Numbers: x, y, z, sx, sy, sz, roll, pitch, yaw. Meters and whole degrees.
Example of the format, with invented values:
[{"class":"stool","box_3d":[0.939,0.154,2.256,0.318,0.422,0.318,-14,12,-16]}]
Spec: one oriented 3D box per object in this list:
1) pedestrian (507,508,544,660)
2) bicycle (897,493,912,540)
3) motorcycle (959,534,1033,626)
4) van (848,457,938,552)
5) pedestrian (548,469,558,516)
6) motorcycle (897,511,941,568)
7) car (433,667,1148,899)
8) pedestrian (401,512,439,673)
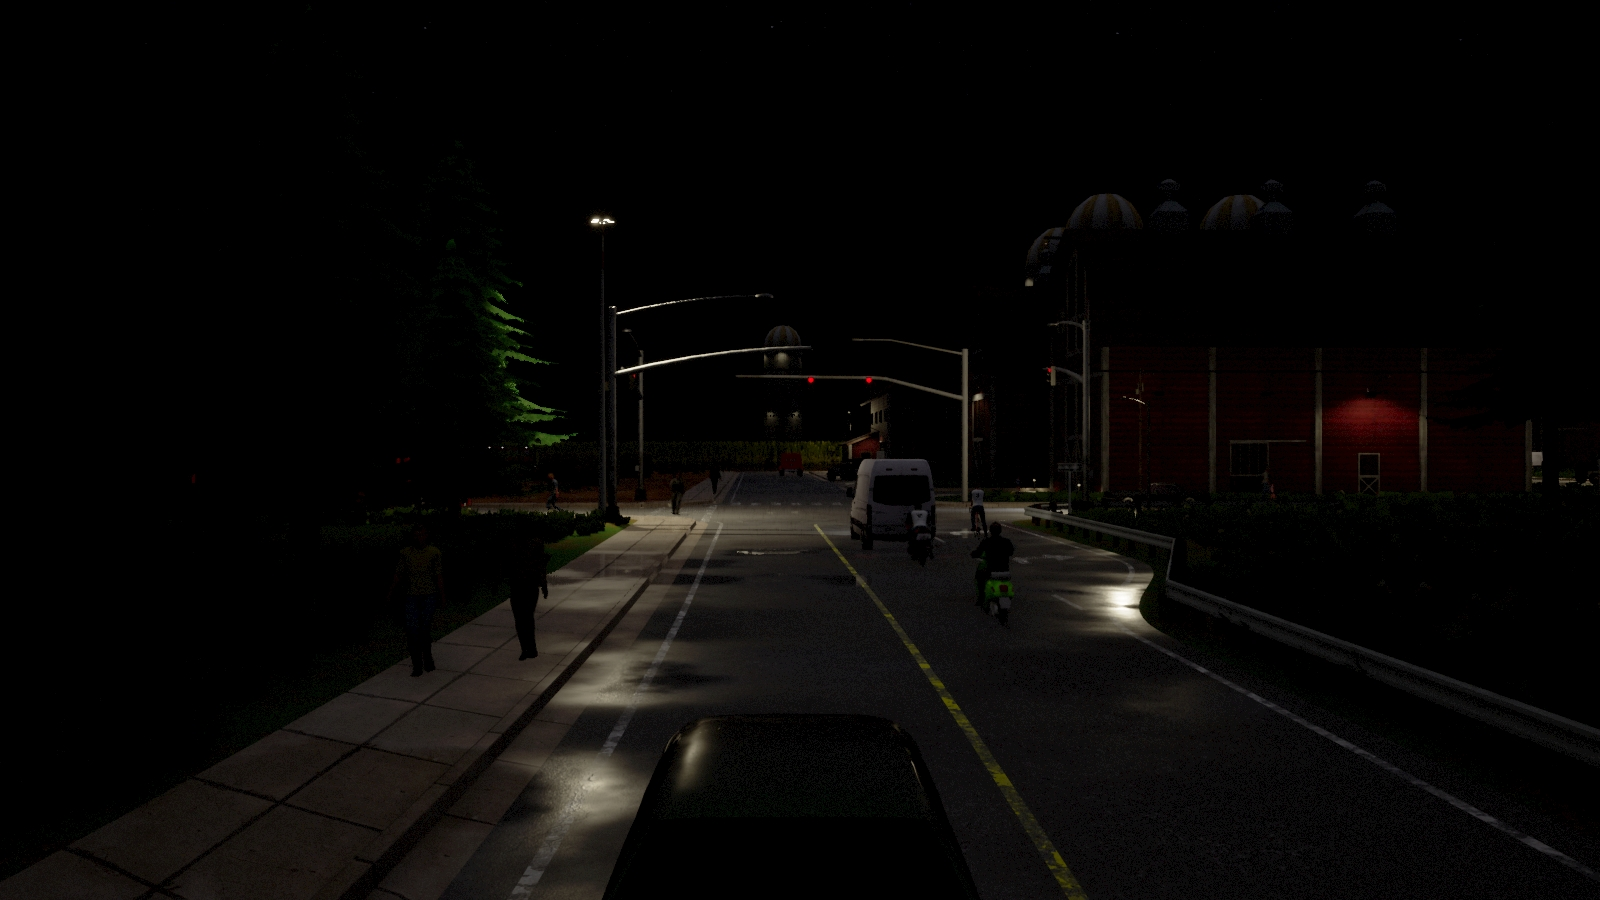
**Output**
[{"class":"pedestrian","box_3d":[-3.437,1.669,14.332,0.375,1.860,0.375,0,0,0]},{"class":"bicycle","box_3d":[3.290,2.079,36.037,0.373,1.396,1.643,0,0,3]},{"class":"motorcycle","box_3d":[3.214,2.115,18.883,0.856,1.316,1.805,0,0,-2]},{"class":"van","box_3d":[2.659,1.508,34.092,1.988,2.561,5.915,0,0,-2]},{"class":"pedestrian","box_3d":[-9.840,1.696,45.536,0.375,1.860,0.375,0,0,-8]},{"class":"motorcycle","box_3d":[2.898,2.161,28.003,0.803,1.199,2.033,0,1,-2]},{"class":"car","box_3d":[-0.032,1.973,4.130,1.851,1.617,3.988,0,0,0]},{"class":"pedestrian","box_3d":[-4.487,1.670,13.519,0.375,1.860,0.375,0,0,-10]}]
